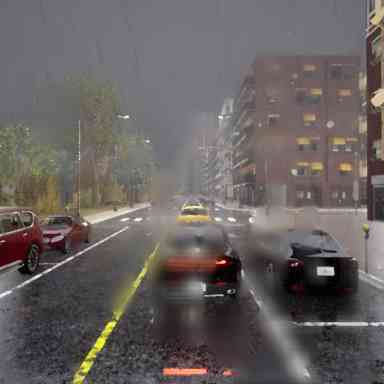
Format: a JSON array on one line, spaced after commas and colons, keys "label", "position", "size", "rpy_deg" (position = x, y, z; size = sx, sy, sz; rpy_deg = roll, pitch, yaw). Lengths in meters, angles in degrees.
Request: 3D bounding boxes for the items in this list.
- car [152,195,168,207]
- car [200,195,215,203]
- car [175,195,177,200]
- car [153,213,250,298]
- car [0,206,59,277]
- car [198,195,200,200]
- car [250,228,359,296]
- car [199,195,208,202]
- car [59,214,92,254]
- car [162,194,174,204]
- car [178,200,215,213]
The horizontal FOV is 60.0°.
[{"label": "car", "position": [-5.218, 1.566, 51.537], "size": [1.887, 1.381, 4.507], "rpy_deg": [1, 0, 0]}, {"label": "car", "position": [2.664, 1.573, 52.327], "size": [2.008, 1.369, 4.403], "rpy_deg": [1, 0, 0]}, {"label": "car", "position": [-5.159, 1.607, 85.593], "size": [2.008, 1.369, 4.403], "rpy_deg": [1, 0, 0]}, {"label": "car", "position": [0.114, 1.507, 8.526], "size": [1.837, 1.490, 4.892], "rpy_deg": [0, 0, 0]}, {"label": "car", "position": [-5.292, 1.316, 7.767], "size": [2.192, 1.841, 5.009], "rpy_deg": [1, 0, 0]}, {"label": "car", "position": [2.693, 1.619, 69.376], "size": [1.802, 1.307, 4.206], "rpy_deg": [1, 0, 0]}, {"label": "car", "position": [2.587, 1.568, 8.510], "size": [1.947, 1.339, 4.313], "rpy_deg": [1, 0, 0]}, {"label": "car", "position": [2.714, 1.490, 80.743], "size": [1.967, 1.590, 4.097], "rpy_deg": [1, 0, 0]}, {"label": "car", "position": [-5.285, 1.585, 13.422], "size": [1.802, 1.307, 4.206], "rpy_deg": [1, 0, 0]}, {"label": "car", "position": [-5.196, 1.346, 62.889], "size": [2.192, 1.841, 5.009], "rpy_deg": [1, 0, 0]}, {"label": "car", "position": [0.132, 1.461, 19.060], "size": [1.801, 1.575, 5.366], "rpy_deg": [0, 0, 0]}]
